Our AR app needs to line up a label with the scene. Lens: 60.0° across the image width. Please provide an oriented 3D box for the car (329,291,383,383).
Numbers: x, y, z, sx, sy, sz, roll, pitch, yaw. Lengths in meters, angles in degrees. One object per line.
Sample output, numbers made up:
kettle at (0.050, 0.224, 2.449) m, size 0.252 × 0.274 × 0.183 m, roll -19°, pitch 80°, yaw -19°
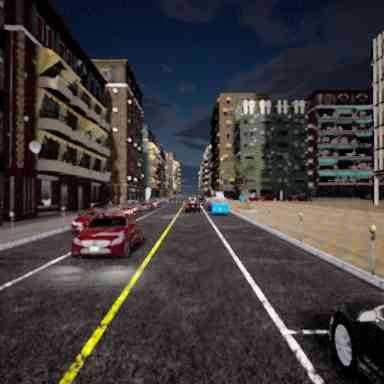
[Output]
car at (2.702, 1.557, 2.844) m, size 2.008 × 1.369 × 4.403 m, roll 1°, pitch 0°, yaw 0°

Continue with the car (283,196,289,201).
car at (24.844, 1.592, 83.468) m, size 4.507 × 1.381 × 1.887 m, roll 0°, pitch -1°, yaw 0°

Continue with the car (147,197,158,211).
car at (-5.746, 1.676, 41.835) m, size 1.802 × 1.307 × 4.206 m, roll 1°, pitch 0°, yaw 0°

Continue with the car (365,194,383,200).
car at (41.361, 1.221, 74.966) m, size 4.097 × 1.590 × 1.967 m, roll 0°, pitch -1°, yaw 0°

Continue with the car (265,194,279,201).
car at (19.315, 1.406, 83.511) m, size 5.009 × 1.841 × 2.192 m, roll 0°, pitch -1°, yaw 0°

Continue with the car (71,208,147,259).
car at (-3.083, 1.554, 12.878) m, size 1.812 × 1.442 × 4.674 m, roll 0°, pitch 0°, yaw 0°

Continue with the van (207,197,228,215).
van at (2.741, 1.417, 34.081) m, size 1.690 × 1.788 × 3.998 m, roll 1°, pitch 0°, yaw 0°

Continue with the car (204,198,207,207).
car at (2.797, 1.640, 42.542) m, size 1.887 × 1.381 × 4.507 m, roll 1°, pitch 0°, yaw 0°

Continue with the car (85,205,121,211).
car at (-5.674, 1.626, 19.556) m, size 1.802 × 1.307 × 4.206 m, roll 1°, pitch 0°, yaw 0°

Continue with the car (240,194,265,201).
car at (13.725, 1.574, 75.170) m, size 4.206 × 1.307 × 1.802 m, roll 0°, pitch -1°, yaw 0°

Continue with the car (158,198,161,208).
car at (-5.792, 1.554, 50.739) m, size 1.967 × 1.590 × 4.097 m, roll 1°, pitch 0°, yaw 0°

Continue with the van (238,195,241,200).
van at (13.788, 1.474, 83.552) m, size 3.998 × 1.788 × 1.690 m, roll 0°, pitch -1°, yaw 0°

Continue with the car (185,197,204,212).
car at (0.113, 1.638, 40.307) m, size 2.033 × 1.411 × 5.357 m, roll 0°, pitch 0°, yaw 0°

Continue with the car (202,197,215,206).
car at (2.847, 1.683, 58.542) m, size 2.008 × 1.369 × 4.403 m, roll 1°, pitch 0°, yaw 0°

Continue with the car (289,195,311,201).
car at (24.779, 1.347, 75.089) m, size 4.097 × 1.590 × 1.967 m, roll 0°, pitch -1°, yaw 0°

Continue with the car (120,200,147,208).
car at (-5.673, 1.509, 30.696) m, size 1.967 × 1.590 × 4.097 m, roll 1°, pitch 0°, yaw 0°
